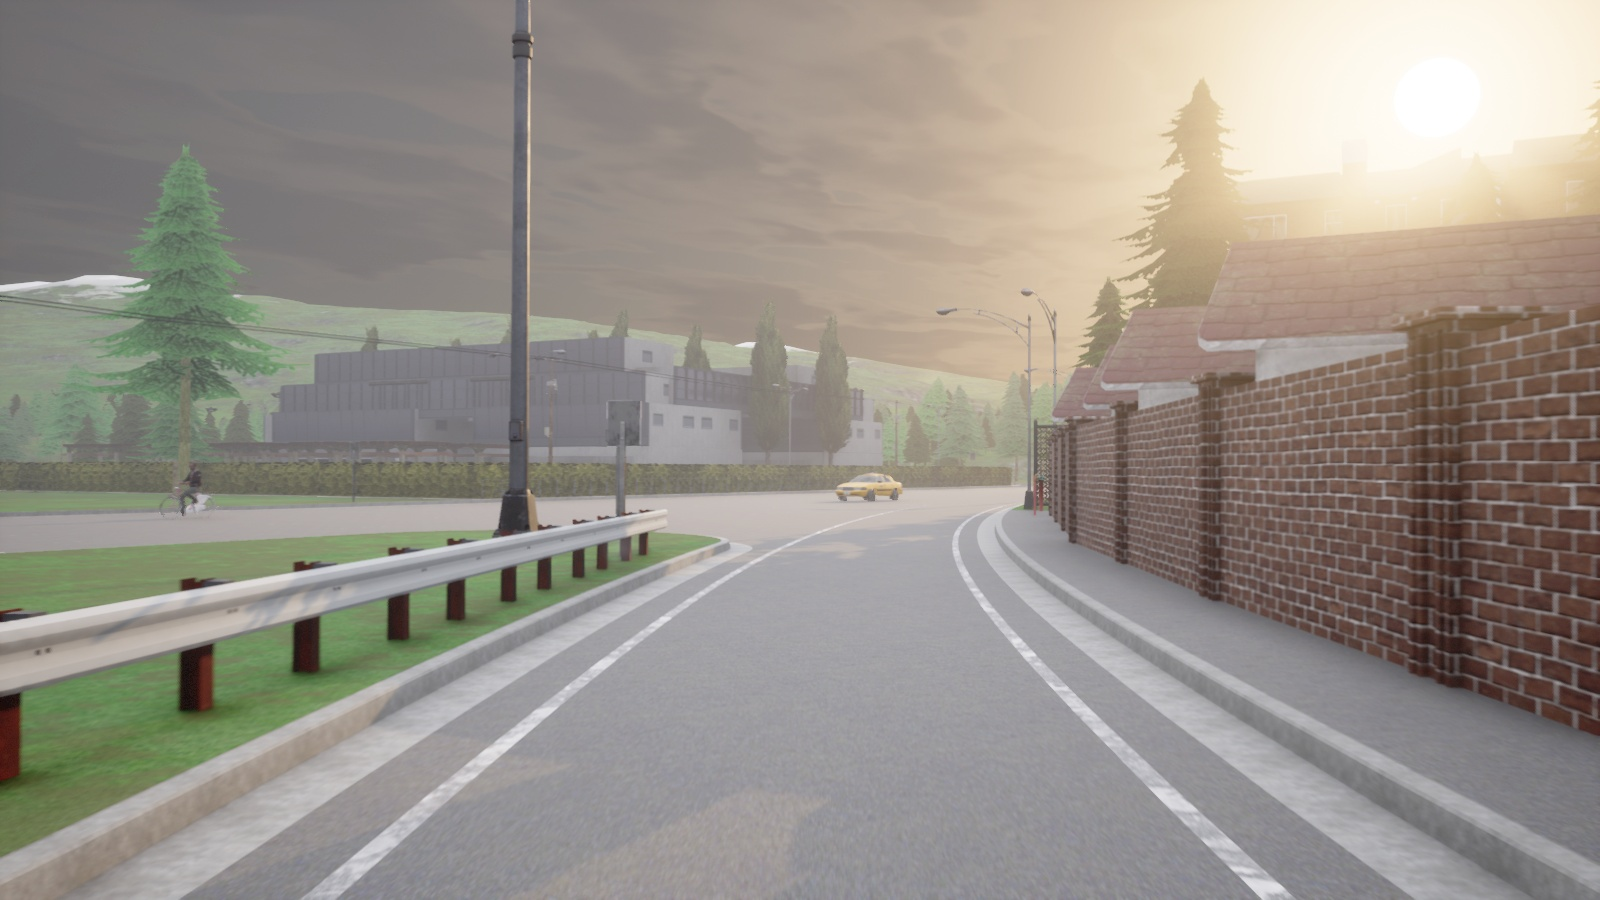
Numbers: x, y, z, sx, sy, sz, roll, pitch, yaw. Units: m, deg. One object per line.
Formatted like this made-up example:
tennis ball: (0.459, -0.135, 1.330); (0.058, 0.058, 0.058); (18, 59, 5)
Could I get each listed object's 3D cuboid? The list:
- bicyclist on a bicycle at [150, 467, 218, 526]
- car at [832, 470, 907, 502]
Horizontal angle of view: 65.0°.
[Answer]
bicyclist on a bicycle: (-18.855, 1.401, 38.476); (0.659, 1.776, 1.843); (-1, -1, 28)
car: (3.680, 1.839, 65.687); (1.801, 1.575, 5.366); (-1, -1, 28)
